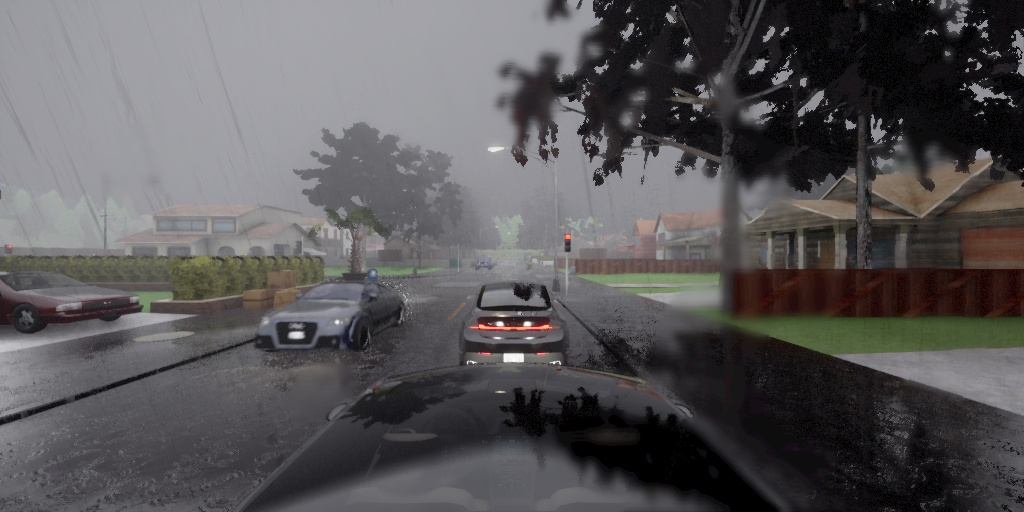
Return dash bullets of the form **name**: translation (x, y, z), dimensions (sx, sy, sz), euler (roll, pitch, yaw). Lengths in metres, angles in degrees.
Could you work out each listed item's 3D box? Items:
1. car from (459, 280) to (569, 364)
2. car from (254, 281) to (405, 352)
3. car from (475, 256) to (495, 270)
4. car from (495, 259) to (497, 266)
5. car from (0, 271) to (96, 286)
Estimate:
- **car**: translation (0.046, 1.255, 7.667), dimensions (1.837, 1.490, 4.892), euler (0, 0, 1)
- **car**: translation (-4.097, 1.314, 8.806), dimensions (1.994, 1.385, 4.181), euler (0, 0, 0)
- **car**: translation (-4.072, 0.971, 52.269), dimensions (2.150, 2.045, 5.566), euler (0, 0, 0)
- **car**: translation (-4.039, 1.240, 62.318), dimensions (2.128, 1.511, 4.902), euler (0, 0, 0)
- **car**: translation (-34.213, 1.241, 26.757), dimensions (4.902, 1.511, 2.128), euler (0, 0, 0)
